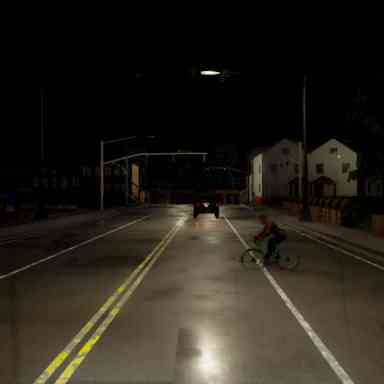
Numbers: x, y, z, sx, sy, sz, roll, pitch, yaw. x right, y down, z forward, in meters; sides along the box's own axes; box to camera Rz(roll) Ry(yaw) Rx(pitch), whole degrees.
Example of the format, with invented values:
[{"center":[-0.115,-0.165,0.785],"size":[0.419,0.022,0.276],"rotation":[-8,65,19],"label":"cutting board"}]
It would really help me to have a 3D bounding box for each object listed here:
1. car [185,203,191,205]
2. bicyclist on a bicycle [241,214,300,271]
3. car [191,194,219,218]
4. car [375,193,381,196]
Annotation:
[{"center":[-0.651,3.108,70.071],"size":[1.812,1.442,4.674],"rotation":[0,-8,2],"label":"car"},{"center":[2.196,1.453,9.400],"size":[1.656,1.620,0.582],"rotation":[-2,0,2],"label":"bicyclist on a bicycle"},{"center":[1.285,1.221,30.007],"size":[2.150,2.045,5.566],"rotation":[0,0,2],"label":"car"},{"center":[28.568,1.221,49.723],"size":[5.566,2.045,2.150],"rotation":[0,0,2],"label":"car"}]
